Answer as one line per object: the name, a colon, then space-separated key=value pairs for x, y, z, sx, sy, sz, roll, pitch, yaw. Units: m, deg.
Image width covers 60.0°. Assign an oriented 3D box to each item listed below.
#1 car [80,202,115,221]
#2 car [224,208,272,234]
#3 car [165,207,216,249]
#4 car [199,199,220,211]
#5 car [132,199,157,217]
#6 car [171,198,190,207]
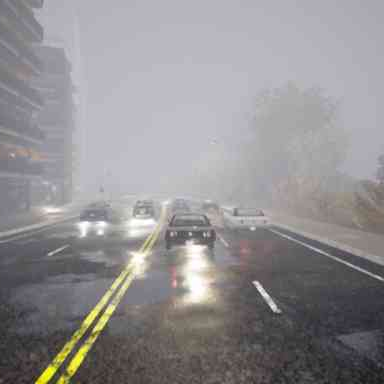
car: x=-7.281 y=1.471 z=25.964 sx=1.994 sy=1.385 sz=4.181 roll=0 pitch=0 yaw=-3
car: x=2.951 y=1.518 z=18.721 sx=1.895 sy=1.301 sz=4.718 roll=0 pitch=0 yaw=-2
car: x=-0.129 y=1.543 z=14.193 sx=1.895 sy=1.301 sz=4.718 roll=0 pitch=0 yaw=-2
car: x=1.865 y=1.436 z=37.500 sx=1.895 sy=1.301 sz=4.718 roll=0 pitch=0 yaw=-4
car: x=-4.186 y=1.379 z=29.633 sx=2.128 sy=1.511 sz=4.902 roll=0 pitch=0 yaw=-3
car: x=-1.248 y=1.397 z=35.834 sx=2.033 sy=1.411 sz=5.357 roll=0 pitch=0 yaw=-4
